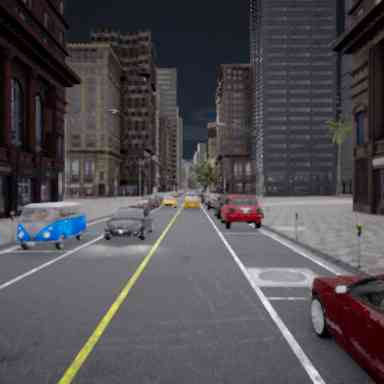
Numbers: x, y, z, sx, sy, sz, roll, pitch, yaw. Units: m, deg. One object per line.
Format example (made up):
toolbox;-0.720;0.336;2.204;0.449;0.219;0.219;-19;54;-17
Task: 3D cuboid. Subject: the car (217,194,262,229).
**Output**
car;3.100;1.211;21.885;2.150;2.045;5.566;0;0;0

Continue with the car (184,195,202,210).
car;0.020;1.459;42.781;1.882;1.535;5.008;0;0;1

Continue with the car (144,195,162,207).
car;-5.774;1.291;45.832;2.192;1.841;5.009;0;0;0

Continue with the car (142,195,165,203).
car;-7.516;1.323;64.537;4.403;1.369;2.008;-1;1;-9

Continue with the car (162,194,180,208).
car;-3.092;1.453;46.955;1.882;1.535;5.008;0;0;0

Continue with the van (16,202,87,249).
van;-5.765;1.332;14.028;1.690;1.788;3.998;0;0;0

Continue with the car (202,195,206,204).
car;2.750;1.551;52.293;1.802;1.307;4.206;0;0;0

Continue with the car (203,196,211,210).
car;2.752;1.549;41.493;1.947;1.339;4.313;0;0;0

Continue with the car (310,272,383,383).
car;2.762;1.543;3.698;1.887;1.381;4.507;0;0;0

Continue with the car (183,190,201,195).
car;-0.011;1.177;58.116;2.150;2.045;5.566;0;0;0

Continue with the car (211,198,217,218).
car;3.098;1.217;28.885;2.150;2.045;5.566;0;0;0

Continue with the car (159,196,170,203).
car;-5.780;1.497;70.463;1.802;1.307;4.206;0;0;0

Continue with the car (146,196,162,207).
car;-5.775;1.408;51.134;1.967;1.590;4.097;0;0;0

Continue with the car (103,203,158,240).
car;-3.057;1.498;16.843;1.837;1.490;4.892;0;-1;1

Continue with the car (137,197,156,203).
car;-5.773;1.563;40.532;1.802;1.307;4.206;0;0;0
